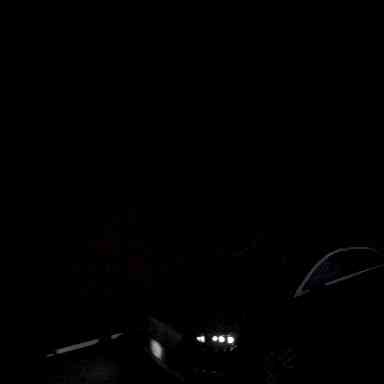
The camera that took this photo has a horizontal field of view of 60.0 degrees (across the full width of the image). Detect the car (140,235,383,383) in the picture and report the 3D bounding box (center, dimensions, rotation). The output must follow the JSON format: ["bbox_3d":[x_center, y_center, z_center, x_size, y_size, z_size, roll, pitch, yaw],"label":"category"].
[{"bbox_3d":[1.601,1.491,5.146,4.902,1.511,2.128,0,0,-36],"label":"car"}]
